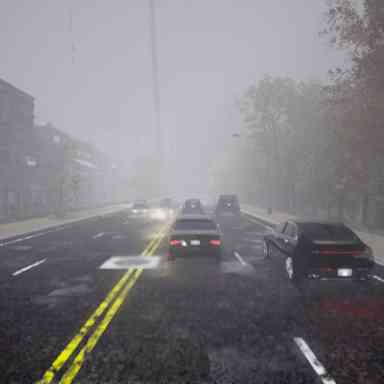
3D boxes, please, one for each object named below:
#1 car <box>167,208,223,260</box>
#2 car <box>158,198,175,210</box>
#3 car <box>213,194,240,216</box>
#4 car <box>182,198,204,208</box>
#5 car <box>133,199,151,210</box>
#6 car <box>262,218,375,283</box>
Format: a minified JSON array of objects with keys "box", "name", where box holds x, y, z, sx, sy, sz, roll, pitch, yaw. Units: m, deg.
[{"box":[0.094,1.558,12.425,2.033,1.411,5.357,0,0,0],"name":"car"},{"box":[-3.349,1.543,44.183,1.837,1.490,4.892,0,0,0],"name":"car"},{"box":[3.341,1.249,32.656,2.150,2.045,5.566,0,0,0],"name":"car"},{"box":[0.091,1.380,33.028,2.097,1.767,4.553,0,0,0],"name":"car"},{"box":[-6.595,1.585,44.230,2.033,1.411,5.357,0,0,0],"name":"car"},{"box":[3.346,1.513,9.699,1.837,1.490,4.892,0,0,0],"name":"car"}]
